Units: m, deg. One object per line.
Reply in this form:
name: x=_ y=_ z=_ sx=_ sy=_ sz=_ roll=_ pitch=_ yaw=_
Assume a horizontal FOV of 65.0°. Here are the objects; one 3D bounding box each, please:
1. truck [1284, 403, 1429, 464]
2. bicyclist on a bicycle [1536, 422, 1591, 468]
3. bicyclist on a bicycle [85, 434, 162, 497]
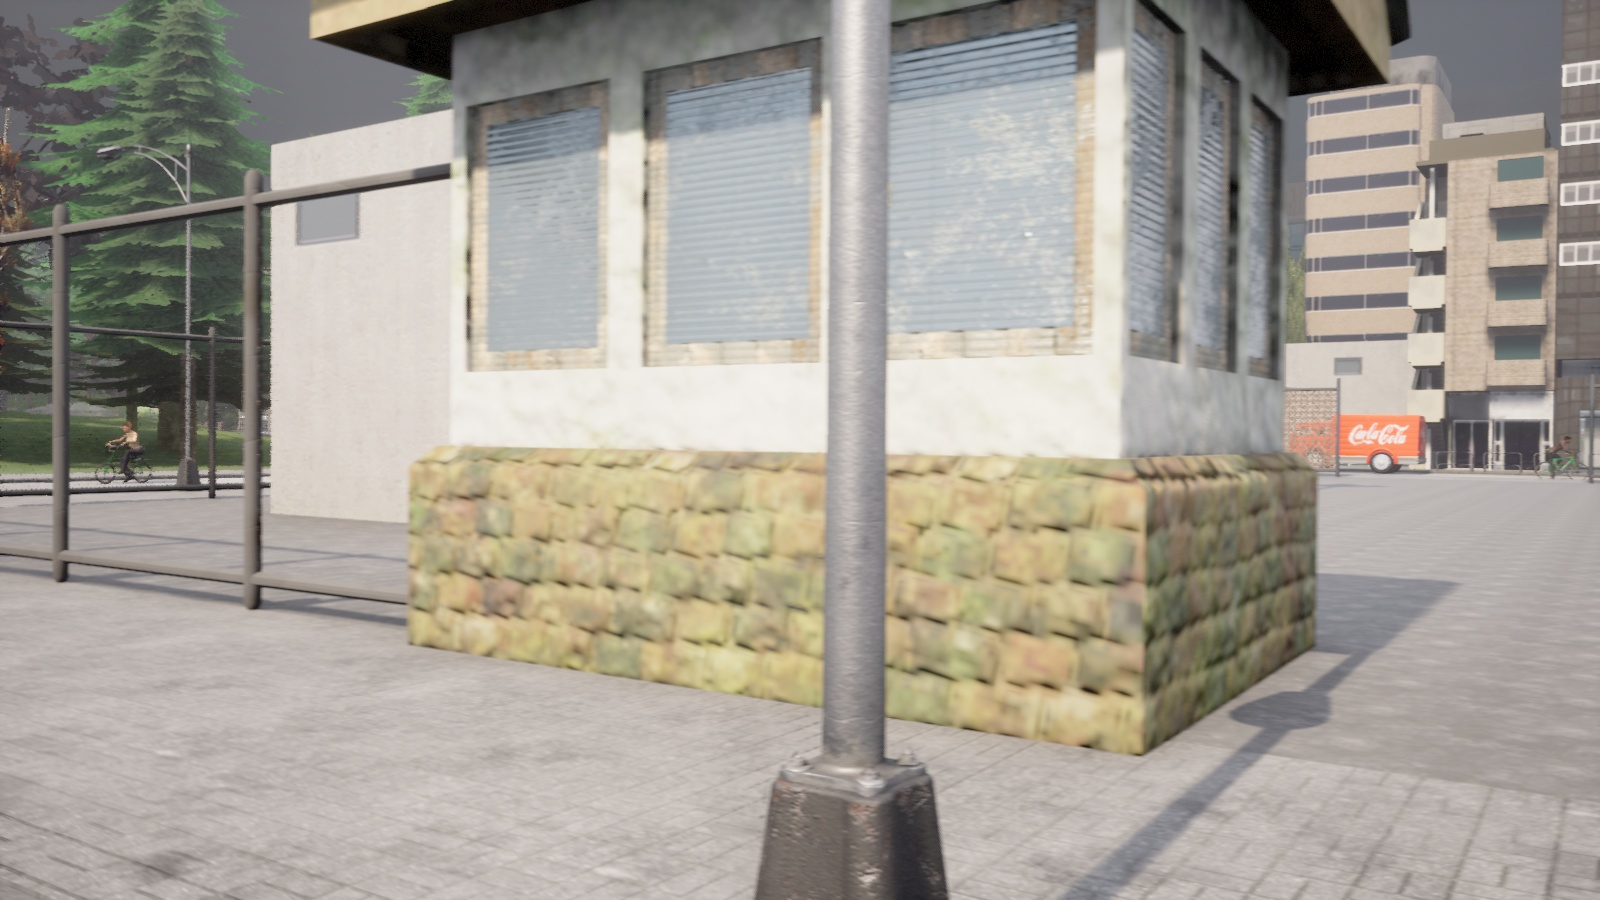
truck: x=23.438 y=-0.688 z=52.943 sx=5.204 sy=2.467 sz=2.627 roll=0 pitch=1 yaw=33
bicyclist on a bicycle: x=27.602 y=-0.185 z=45.393 sx=1.656 sy=1.620 sz=0.582 roll=0 pitch=1 yaw=34
bicyclist on a bicycle: x=-17.622 y=0.388 z=32.747 sx=0.866 sy=1.612 sz=1.509 roll=0 pitch=1 yaw=33
